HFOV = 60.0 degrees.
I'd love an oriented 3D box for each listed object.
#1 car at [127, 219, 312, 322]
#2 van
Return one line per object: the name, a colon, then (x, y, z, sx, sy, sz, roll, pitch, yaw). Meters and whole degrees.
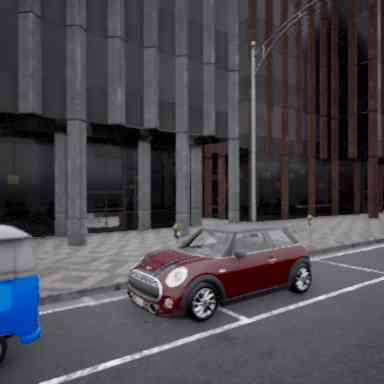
car: (0.686, 1.438, 7.142, 4.097, 1.590, 1.967, 0, 0, -36)
van: (-3.903, 1.342, 3.869, 3.998, 1.788, 1.690, 0, 0, -36)
